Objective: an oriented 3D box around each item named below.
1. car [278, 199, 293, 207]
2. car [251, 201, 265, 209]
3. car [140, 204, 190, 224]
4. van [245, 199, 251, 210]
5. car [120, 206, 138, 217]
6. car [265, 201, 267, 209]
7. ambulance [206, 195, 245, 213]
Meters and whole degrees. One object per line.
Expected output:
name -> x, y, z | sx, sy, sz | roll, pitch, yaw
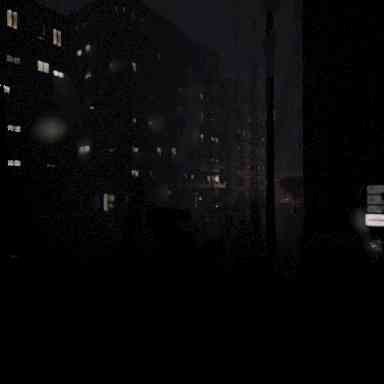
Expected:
car -> 20.539, 2.381, 72.901 | 2.192, 1.841, 5.009 | -1, -2, 35
car -> 10.803, 2.242, 59.026 | 1.967, 1.590, 4.097 | -1, -2, 35
car -> -1.866, 1.672, 26.510 | 1.967, 1.590, 4.097 | -1, -2, 35
van -> 7.556, 2.055, 54.404 | 1.690, 1.788, 3.998 | -1, -2, 35
car -> -5.524, 1.884, 35.765 | 1.752, 1.417, 4.829 | -1, -2, 35
car -> 14.049, 2.434, 63.647 | 1.887, 1.381, 4.507 | -1, -2, 35
ambulance -> 4.299, 1.580, 45.117 | 2.351, 2.431, 6.366 | 0, -1, 35
